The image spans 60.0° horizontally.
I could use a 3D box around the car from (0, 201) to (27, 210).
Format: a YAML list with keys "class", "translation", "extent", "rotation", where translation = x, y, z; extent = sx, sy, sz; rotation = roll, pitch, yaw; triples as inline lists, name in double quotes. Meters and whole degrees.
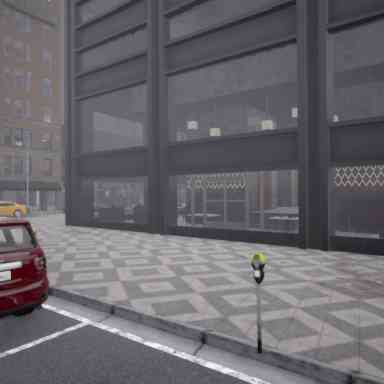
- class: "car"
  translation: [-18.209, 1.638, 31.156]
  extent: [1.882, 1.535, 5.008]
  rotation: [-1, -1, 36]

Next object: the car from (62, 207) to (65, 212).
- class: "car"
  translation: [-12.436, 1.791, 39.139]
  extent: [2.033, 1.411, 5.357]
  rotation: [-1, -1, 35]

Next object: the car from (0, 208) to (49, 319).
- class: "car"
  translation: [-4.718, 1.316, 6.230]
  extent: [5.009, 1.841, 2.192]
  rotation: [0, -1, 36]
